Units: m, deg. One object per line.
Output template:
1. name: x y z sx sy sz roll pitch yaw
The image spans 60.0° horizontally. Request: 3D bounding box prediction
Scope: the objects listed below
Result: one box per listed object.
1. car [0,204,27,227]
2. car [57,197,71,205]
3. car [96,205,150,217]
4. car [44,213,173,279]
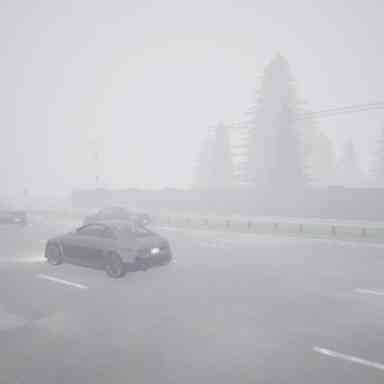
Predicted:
1. car: -12.438 1.511 21.451 4.674 1.442 1.812 0 0 35
2. car: -21.141 1.530 57.834 4.181 1.385 1.994 0 0 -28
3. car: -4.528 1.516 20.112 4.674 1.442 1.812 0 0 35
4. car: -2.623 1.559 10.158 4.181 1.385 1.994 0 0 35
